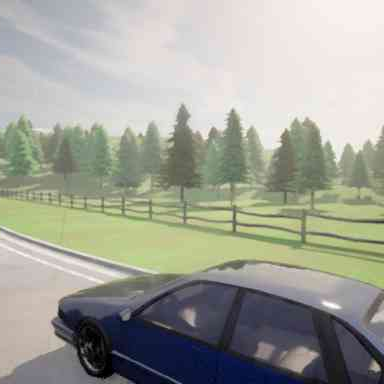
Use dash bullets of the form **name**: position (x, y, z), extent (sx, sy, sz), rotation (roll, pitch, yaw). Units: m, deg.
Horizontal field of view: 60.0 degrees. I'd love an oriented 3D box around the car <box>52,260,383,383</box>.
- **car**: position (0.680, 1.520, 3.591), extent (5.357, 1.411, 2.033), rotation (1, 1, 38)
